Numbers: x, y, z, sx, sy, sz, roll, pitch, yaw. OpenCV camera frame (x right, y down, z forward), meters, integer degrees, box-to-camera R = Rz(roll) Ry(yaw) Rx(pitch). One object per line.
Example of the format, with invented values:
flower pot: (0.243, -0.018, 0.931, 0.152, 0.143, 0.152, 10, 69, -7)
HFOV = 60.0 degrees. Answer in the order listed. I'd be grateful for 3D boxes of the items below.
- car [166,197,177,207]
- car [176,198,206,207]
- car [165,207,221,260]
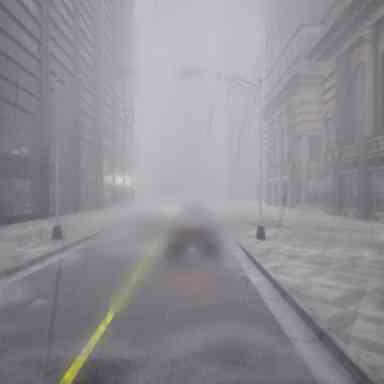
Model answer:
car: (-3.057, 1.641, 53.469, 2.128, 1.511, 4.902, 0, 0, 0)
car: (0.053, 1.433, 27.529, 2.097, 1.767, 4.553, 0, 0, 1)
car: (0.048, 1.546, 12.633, 1.837, 1.490, 4.892, 0, 0, 1)
